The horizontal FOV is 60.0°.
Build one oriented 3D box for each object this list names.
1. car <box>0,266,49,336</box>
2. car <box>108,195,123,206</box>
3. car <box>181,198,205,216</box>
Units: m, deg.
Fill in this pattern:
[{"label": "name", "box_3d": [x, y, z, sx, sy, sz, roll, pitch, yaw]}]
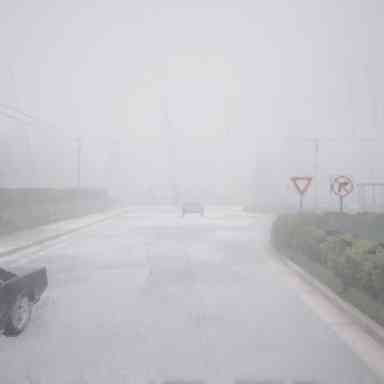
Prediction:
[{"label": "car", "box_3d": [-3.545, 1.568, 3.804, 1.895, 1.301, 4.718, 0, 0, 1]}, {"label": "car", "box_3d": [-11.810, 1.123, 45.121, 4.892, 1.490, 1.837, 0, 0, 0]}, {"label": "car", "box_3d": [0.084, 1.248, 28.803, 2.128, 1.511, 4.902, 0, 1, 0]}]
